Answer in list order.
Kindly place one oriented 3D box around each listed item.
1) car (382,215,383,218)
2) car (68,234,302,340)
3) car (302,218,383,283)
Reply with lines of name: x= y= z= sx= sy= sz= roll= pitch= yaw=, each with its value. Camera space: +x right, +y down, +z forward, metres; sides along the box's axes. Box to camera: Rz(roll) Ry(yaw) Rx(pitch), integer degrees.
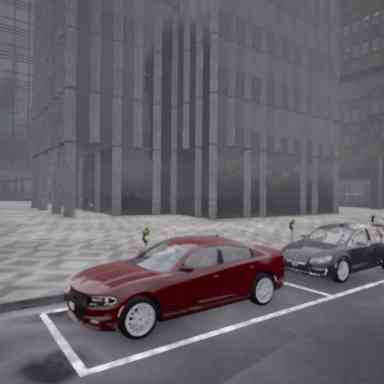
car: x=8.921 y=1.435 z=13.006 sx=5.009 sy=1.841 sz=2.192 roll=1 pitch=0 yaw=-35
car: x=-0.077 y=1.574 z=6.589 sx=4.507 sy=1.381 sz=1.887 roll=1 pitch=0 yaw=-35
car: x=4.421 y=1.625 z=9.797 sx=4.403 sy=1.369 sz=2.008 roll=1 pitch=0 yaw=-35
